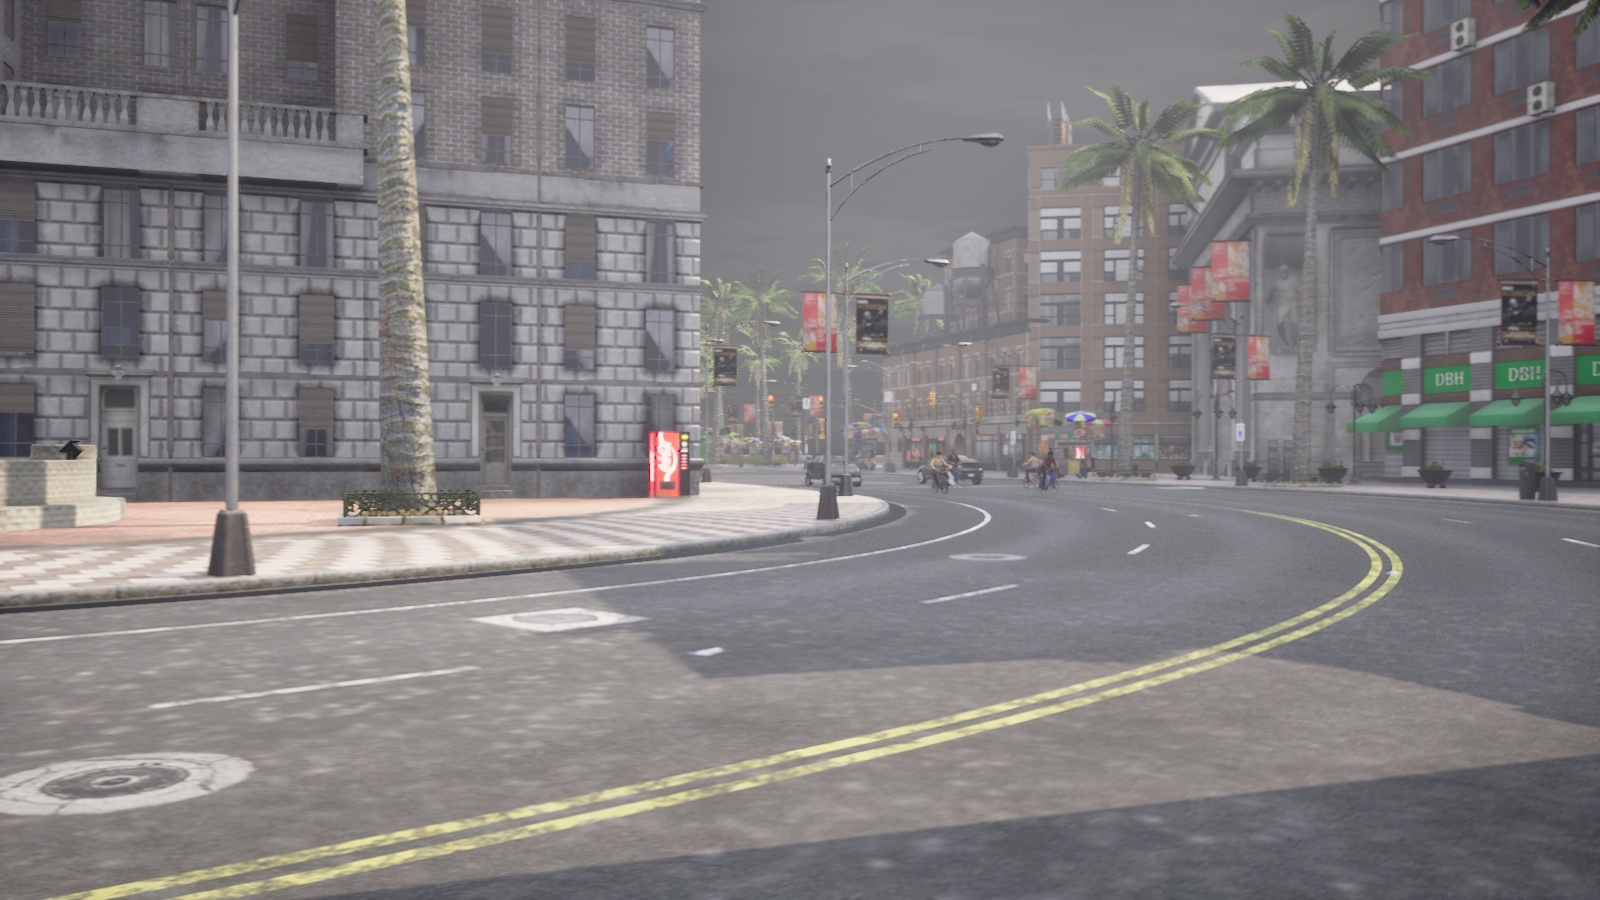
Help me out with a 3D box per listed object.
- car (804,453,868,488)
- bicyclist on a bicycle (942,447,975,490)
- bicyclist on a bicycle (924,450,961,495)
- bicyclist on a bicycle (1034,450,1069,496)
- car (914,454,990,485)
[{"bbox_3d":[1.614,0.916,57.497,1.789,1.549,3.705,0,0,-18],"label":"car"},{"bbox_3d":[6.705,0.779,53.258,0.659,1.776,1.843,0,0,-18],"label":"bicyclist on a bicycle"},{"bbox_3d":[5.223,0.825,46.215,0.866,1.612,1.509,0,0,-14],"label":"bicyclist on a bicycle"},{"bbox_3d":[9.045,0.828,45.229,0.582,1.620,1.656,0,0,-13],"label":"bicyclist on a bicycle"},{"bbox_3d":[7.483,0.942,62.254,1.837,1.490,4.892,0,0,-18],"label":"car"}]
